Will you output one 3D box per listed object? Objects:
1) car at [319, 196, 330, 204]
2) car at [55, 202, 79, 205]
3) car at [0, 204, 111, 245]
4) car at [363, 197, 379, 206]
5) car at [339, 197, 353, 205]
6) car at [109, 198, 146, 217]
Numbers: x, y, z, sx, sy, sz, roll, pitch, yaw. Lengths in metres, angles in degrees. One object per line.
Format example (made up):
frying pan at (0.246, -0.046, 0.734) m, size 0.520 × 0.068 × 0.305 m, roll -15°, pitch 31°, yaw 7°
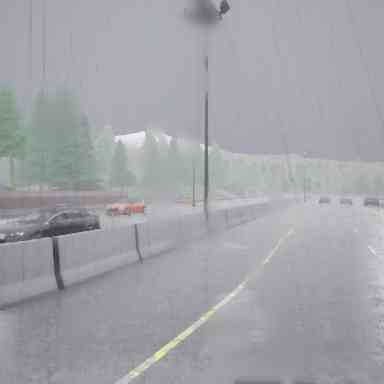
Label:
car at (25.403, 1.491, 63.675) m, size 2.128 × 1.511 × 4.902 m, roll 0°, pitch 0°, yaw 22°
car at (-11.090, 1.564, 29.247) m, size 1.994 × 1.385 × 4.181 m, roll 0°, pitch 0°, yaw 22°
car at (-5.936, 1.492, 14.015) m, size 2.128 × 1.511 × 4.902 m, roll 0°, pitch 0°, yaw 24°
car at (29.161, 1.491, 54.201) m, size 2.128 × 1.511 × 4.902 m, roll 0°, pitch 0°, yaw 22°
car at (27.250, 1.526, 58.868) m, size 1.812 × 1.442 × 4.674 m, roll 0°, pitch 0°, yaw 22°
car at (-6.259, 1.351, 31.897) m, size 2.097 × 1.767 × 4.553 m, roll 0°, pitch 0°, yaw 22°
